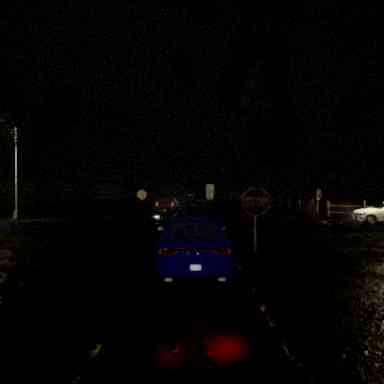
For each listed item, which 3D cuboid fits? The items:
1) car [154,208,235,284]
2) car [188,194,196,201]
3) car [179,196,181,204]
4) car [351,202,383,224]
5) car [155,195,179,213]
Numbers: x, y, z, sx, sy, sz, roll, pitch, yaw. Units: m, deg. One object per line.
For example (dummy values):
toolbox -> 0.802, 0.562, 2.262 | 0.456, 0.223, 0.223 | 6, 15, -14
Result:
car -> 0.003, 1.449, 9.577 | 1.882, 1.535, 5.008 | 0, 0, -2
car -> -0.002, 1.206, 77.838 | 1.837, 1.490, 4.892 | 0, 0, 0
car -> -2.847, 1.447, 44.832 | 1.895, 1.301, 4.718 | 0, 0, 0
car -> 13.274, 1.384, 22.433 | 4.674, 1.442, 1.812 | 0, 1, 3
car -> -2.796, 1.234, 35.502 | 2.097, 1.767, 4.553 | 0, 0, -1
